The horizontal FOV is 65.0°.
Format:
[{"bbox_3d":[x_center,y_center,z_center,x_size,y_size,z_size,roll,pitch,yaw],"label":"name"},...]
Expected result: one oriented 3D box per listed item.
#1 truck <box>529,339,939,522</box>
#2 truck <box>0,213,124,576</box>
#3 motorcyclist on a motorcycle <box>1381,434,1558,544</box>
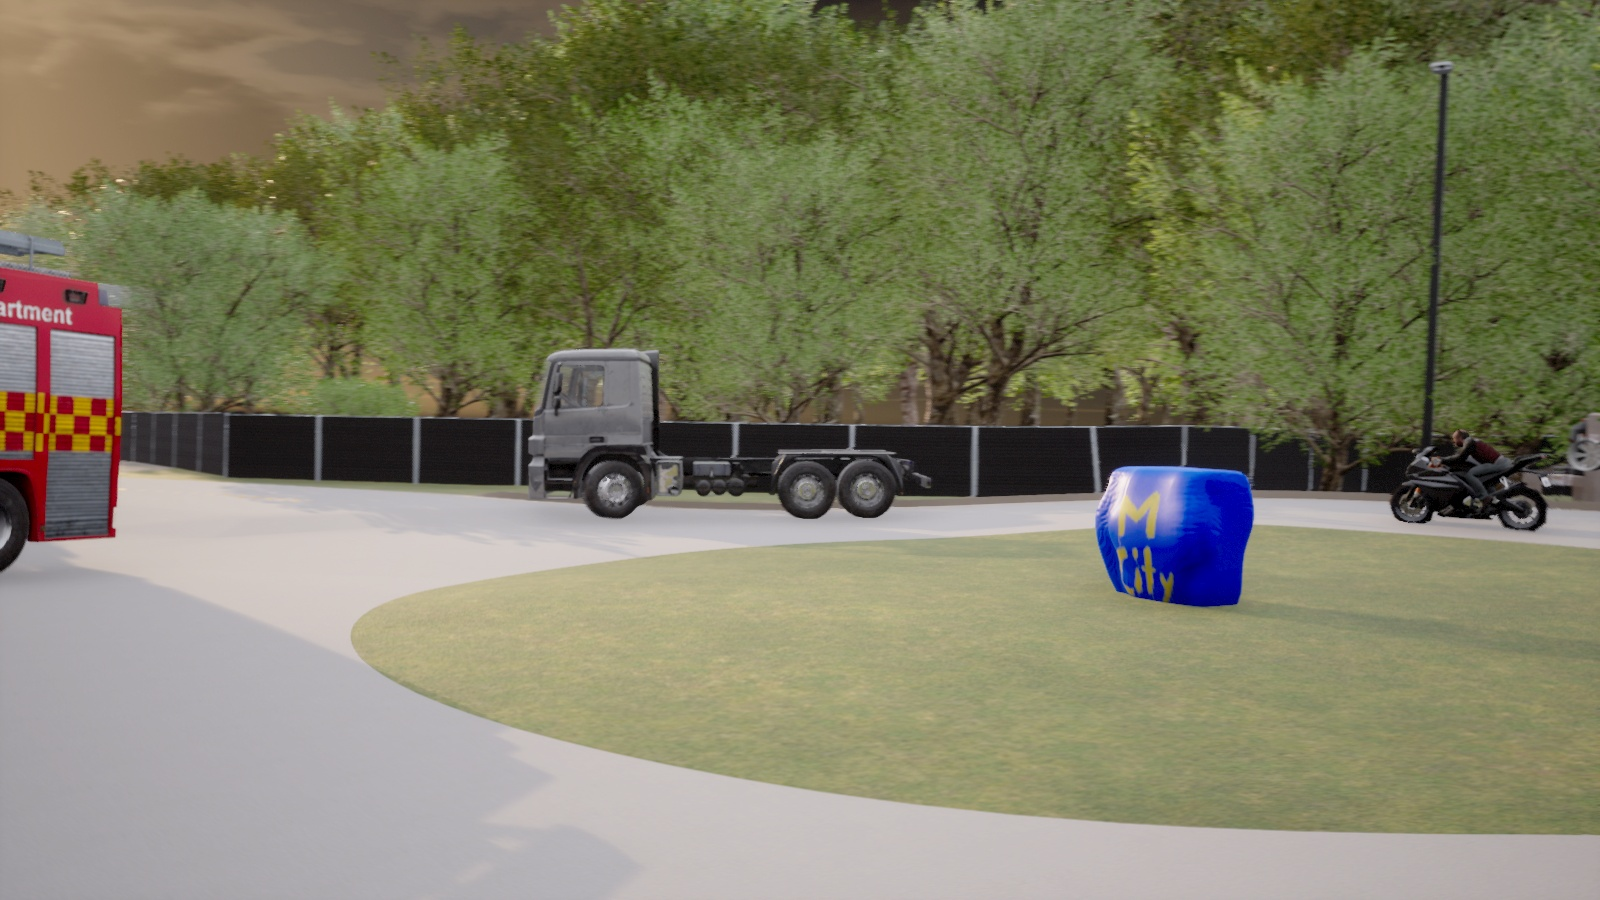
[{"bbox_3d":[-1.310,-0.401,25.885,7.936,3.462,2.891,1,1,-1],"label":"truck"},{"bbox_3d":[-10.706,-0.689,11.094,2.891,3.827,8.468,3,0,19],"label":"truck"},{"bbox_3d":[10.207,0.548,19.210,0.866,1.530,2.191,-2,3,-44],"label":"motorcyclist on a motorcycle"}]
